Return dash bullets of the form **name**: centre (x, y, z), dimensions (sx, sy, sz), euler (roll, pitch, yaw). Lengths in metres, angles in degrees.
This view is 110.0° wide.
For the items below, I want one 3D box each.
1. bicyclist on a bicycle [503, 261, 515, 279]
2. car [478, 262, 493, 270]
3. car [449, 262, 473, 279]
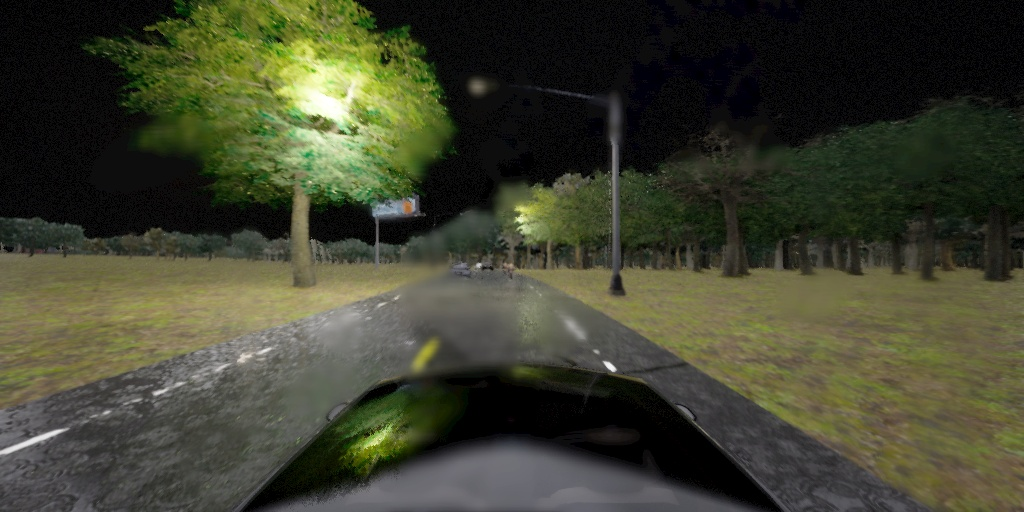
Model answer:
- **bicyclist on a bicycle**: centre (-0.092, 1.282, 32.688), dimensions (0.866, 1.612, 1.509), euler (0, -1, -5)
- **car**: centre (-4.462, 1.772, 63.673), dimensions (1.837, 1.490, 4.892), euler (0, -1, -8)
- **car**: centre (-4.763, 1.443, 33.814), dimensions (1.994, 1.385, 4.181), euler (0, -1, -4)
